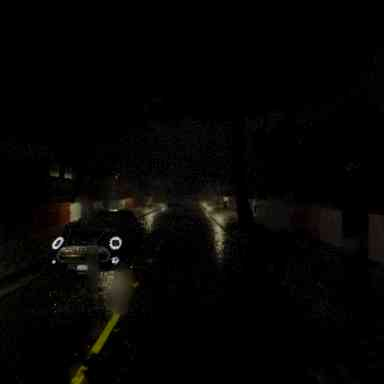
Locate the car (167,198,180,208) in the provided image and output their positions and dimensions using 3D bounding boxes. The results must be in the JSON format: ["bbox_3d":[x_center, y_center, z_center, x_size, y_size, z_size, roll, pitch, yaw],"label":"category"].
[{"bbox_3d":[-2.850,1.683,52.088,1.882,1.535,5.008,0,0,0],"label":"car"}]

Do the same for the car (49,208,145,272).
[{"bbox_3d":[-2.857,1.384,10.906,2.097,1.767,4.553,0,0,0],"label":"car"}]
